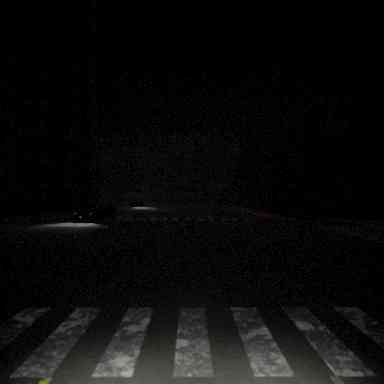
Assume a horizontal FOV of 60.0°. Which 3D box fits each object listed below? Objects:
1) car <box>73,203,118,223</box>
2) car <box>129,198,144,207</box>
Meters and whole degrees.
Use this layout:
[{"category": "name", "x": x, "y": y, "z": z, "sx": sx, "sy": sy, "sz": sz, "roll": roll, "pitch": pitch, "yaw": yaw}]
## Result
[{"category": "car", "x": -7.859, "y": 1.664, "z": 27.608, "sx": 1.812, "sy": 1.442, "sz": 4.674, "roll": 0, "pitch": 0, "yaw": 16}, {"category": "car", "x": -9.614, "y": 1.776, "z": 57.247, "sx": 2.128, "sy": 1.511, "sz": 4.902, "roll": 0, "pitch": 0, "yaw": -20}]
